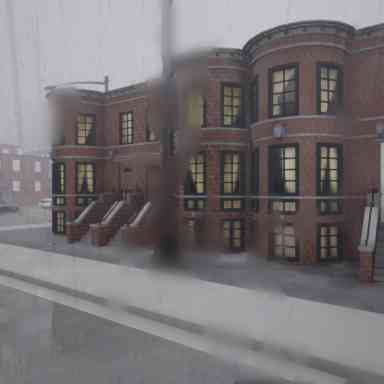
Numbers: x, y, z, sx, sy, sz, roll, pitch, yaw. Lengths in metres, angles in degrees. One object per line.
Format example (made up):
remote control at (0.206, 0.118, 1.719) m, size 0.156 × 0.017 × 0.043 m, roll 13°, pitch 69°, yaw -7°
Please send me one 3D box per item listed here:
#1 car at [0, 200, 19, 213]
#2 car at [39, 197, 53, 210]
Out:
car at (-20.128, 1.564, 34.224) m, size 1.994 × 1.385 × 4.181 m, roll 0°, pitch 0°, yaw 36°
car at (-17.312, 1.220, 44.170) m, size 2.150 × 2.045 × 5.566 m, roll 0°, pitch 0°, yaw 36°
